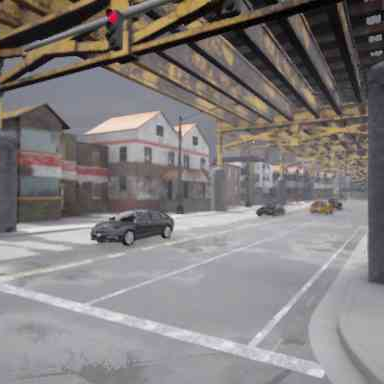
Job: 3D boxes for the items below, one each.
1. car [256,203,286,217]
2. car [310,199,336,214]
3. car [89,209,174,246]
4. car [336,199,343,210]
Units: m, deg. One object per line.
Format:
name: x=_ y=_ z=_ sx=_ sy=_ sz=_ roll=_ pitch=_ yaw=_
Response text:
car: x=8.379 y=1.830 z=34.868 sx=2.033 sy=1.411 sz=5.357 roll=0 pitch=0 yaw=31
car: x=15.410 y=1.791 z=39.585 sx=1.882 sy=1.535 sz=5.008 roll=0 pitch=0 yaw=31
car: x=-2.742 y=1.613 z=16.173 sx=1.837 sy=1.490 sz=4.892 roll=0 pitch=0 yaw=30
car: x=20.729 y=1.822 z=48.623 sx=1.837 sy=1.490 sz=4.892 roll=0 pitch=0 yaw=31
